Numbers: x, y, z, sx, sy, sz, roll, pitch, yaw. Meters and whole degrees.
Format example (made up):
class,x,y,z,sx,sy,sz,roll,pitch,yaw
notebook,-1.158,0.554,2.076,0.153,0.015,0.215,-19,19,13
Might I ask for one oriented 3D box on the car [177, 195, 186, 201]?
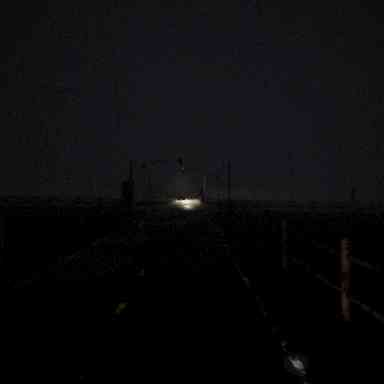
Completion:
class,x,y,z,sx,sy,sz,roll,pitch,yaw
car,-2.711,1.446,83.005,1.882,1.535,5.008,0,0,0
